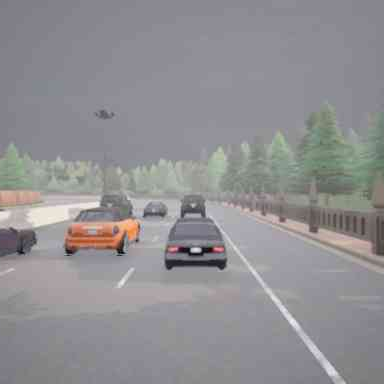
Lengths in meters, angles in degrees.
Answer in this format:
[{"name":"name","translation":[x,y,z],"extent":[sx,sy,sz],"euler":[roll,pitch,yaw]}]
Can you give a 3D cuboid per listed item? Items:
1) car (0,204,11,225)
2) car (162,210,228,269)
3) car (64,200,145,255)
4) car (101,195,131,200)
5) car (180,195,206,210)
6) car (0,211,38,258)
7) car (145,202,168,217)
[{"name":"car","translation":[-14.102,1.557,21.913],"extent":[1.812,1.442,4.674],"euler":[0,0,0]},{"name":"car","translation":[0.099,1.564,11.162],"extent":[2.033,1.411,5.357],"euler":[0,0,0]},{"name":"car","translation":[-3.401,1.372,13.505],"extent":[2.097,1.767,4.553],"euler":[0,0,0]},{"name":"car","translation":[-6.904,1.265,30.416],"extent":[2.150,2.045,5.566],"euler":[0,0,0]},{"name":"car","translation":[0.096,1.265,30.383],"extent":[2.150,2.045,5.566],"euler":[0,0,0]},{"name":"car","translation":[-6.899,1.563,10.440],"extent":[2.033,1.411,5.357],"euler":[0,0,0]},{"name":"car","translation":[-3.404,1.610,31.586],"extent":[1.994,1.385,4.181],"euler":[0,0,0]}]
